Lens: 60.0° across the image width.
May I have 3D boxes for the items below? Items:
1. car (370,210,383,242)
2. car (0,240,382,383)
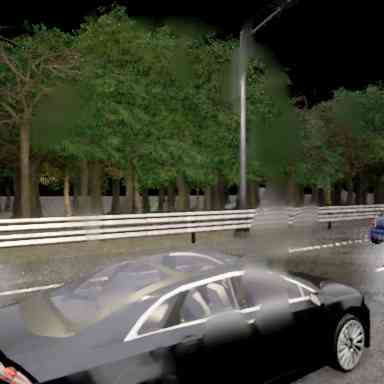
[{"bbox_3d":[9.856,1.387,14.539,4.553,1.767,2.097,0,0,-33],"label":"car"},{"bbox_3d":[0.264,1.502,4.042,4.902,1.511,2.128,0,0,-35],"label":"car"}]
